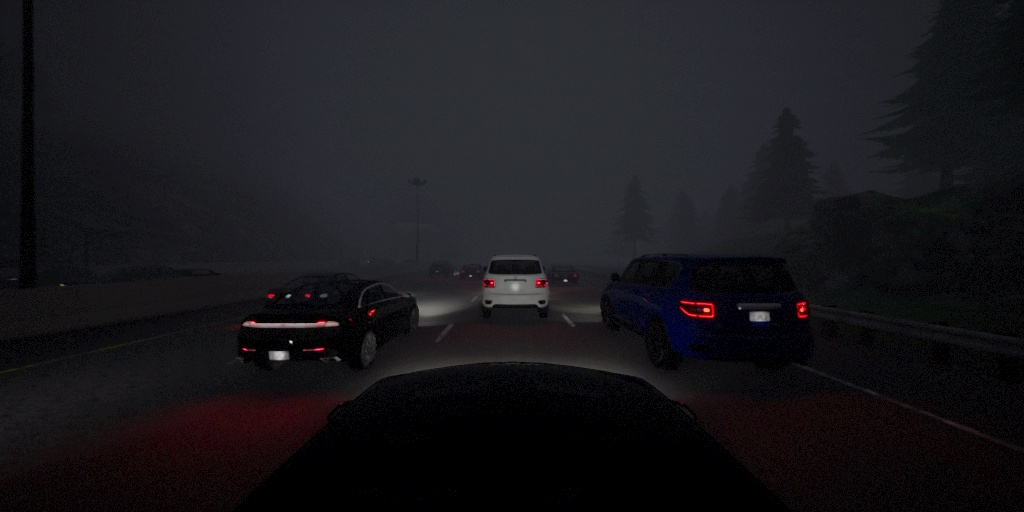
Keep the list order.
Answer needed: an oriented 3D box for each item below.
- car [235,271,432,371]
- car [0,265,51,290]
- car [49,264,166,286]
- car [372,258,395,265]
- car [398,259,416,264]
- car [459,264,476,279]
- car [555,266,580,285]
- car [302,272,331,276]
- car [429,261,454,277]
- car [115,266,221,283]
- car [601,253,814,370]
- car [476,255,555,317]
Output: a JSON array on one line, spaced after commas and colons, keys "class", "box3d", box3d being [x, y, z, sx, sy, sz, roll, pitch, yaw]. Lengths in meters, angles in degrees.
[{"class": "car", "box3d": [-3.404, 1.243, 7.669, 2.128, 1.511, 4.902, 0, 0, 0]}, {"class": "car", "box3d": [-28.108, 1.279, 21.732, 1.812, 1.442, 4.674, 0, 0, 0]}, {"class": "car", "box3d": [-21.109, 1.301, 19.902, 2.033, 1.411, 5.357, 0, 0, 0]}, {"class": "car", "box3d": [-21.057, 1.254, 60.247, 2.128, 1.511, 4.902, 0, 0, 1]}, {"class": "car", "box3d": [-17.565, 1.238, 60.260, 1.882, 1.535, 5.008, 0, 0, 0]}, {"class": "car", "box3d": [-3.415, 1.356, 31.789, 1.895, 1.301, 4.718, 0, 0, 0]}, {"class": "car", "box3d": [3.587, 1.355, 26.209, 1.895, 1.301, 4.718, 0, 0, 0]}, {"class": "car", "box3d": [-6.907, 1.299, 13.663, 2.033, 1.411, 5.357, 0, 0, 0]}, {"class": "car", "box3d": [-6.917, 1.247, 35.515, 2.128, 1.511, 4.902, 0, 0, 0]}, {"class": "car", "box3d": [-17.608, 1.354, 19.230, 1.895, 1.301, 4.718, 0, 0, 0]}, {"class": "car", "box3d": [3.597, 0.973, 7.890, 2.150, 2.045, 5.566, 0, 0, 0]}, {"class": "car", "box3d": [0.096, 0.973, 13.271, 2.150, 2.045, 5.566, 0, 0, 0]}]
